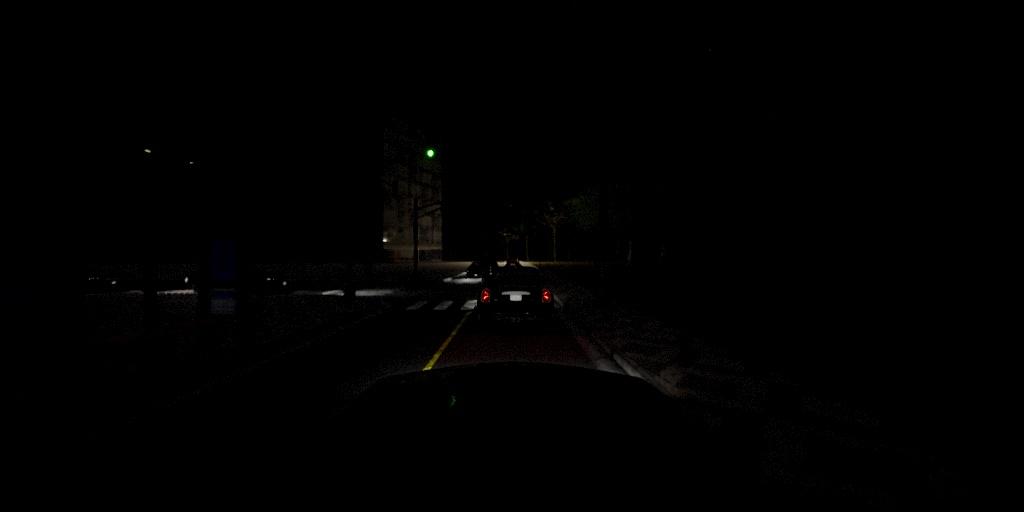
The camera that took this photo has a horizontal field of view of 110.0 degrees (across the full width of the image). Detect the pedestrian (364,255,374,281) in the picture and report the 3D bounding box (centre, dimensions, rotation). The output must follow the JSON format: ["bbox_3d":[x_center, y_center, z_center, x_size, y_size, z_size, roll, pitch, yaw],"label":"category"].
[{"bbox_3d":[-10.084,0.797,25.261,0.375,1.860,0.375,0,0,1],"label":"pedestrian"}]

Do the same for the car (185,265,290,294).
[{"bbox_3d":[-14.539,1.191,19.140,4.902,1.511,2.128,0,1,2],"label":"car"}]

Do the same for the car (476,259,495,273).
[{"bbox_3d":[-3.093,1.182,43.035,1.837,1.490,4.892,0,0,0],"label":"car"}]

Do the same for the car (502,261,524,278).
[{"bbox_3d":[0.100,1.241,34.918,2.033,1.411,5.357,0,0,0],"label":"car"}]

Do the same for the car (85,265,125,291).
[{"bbox_3d":[-23.912,1.165,19.377,4.902,1.511,2.128,0,1,1],"label":"car"}]

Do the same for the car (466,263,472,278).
[{"bbox_3d":[-3.101,1.245,33.249,2.033,1.411,5.357,0,0,0],"label":"car"}]

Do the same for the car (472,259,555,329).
[{"bbox_3d":[0.100,1.090,11.334,2.097,1.767,4.553,0,0,0],"label":"car"}]

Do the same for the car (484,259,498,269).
[{"bbox_3d":[-3.078,1.219,53.080,1.994,1.385,4.181,0,0,-1],"label":"car"}]
